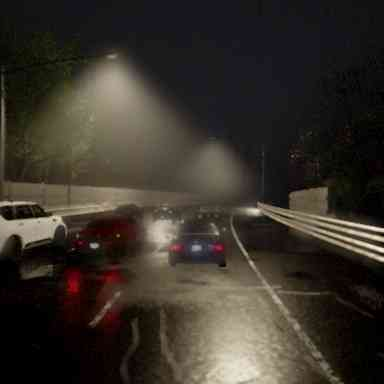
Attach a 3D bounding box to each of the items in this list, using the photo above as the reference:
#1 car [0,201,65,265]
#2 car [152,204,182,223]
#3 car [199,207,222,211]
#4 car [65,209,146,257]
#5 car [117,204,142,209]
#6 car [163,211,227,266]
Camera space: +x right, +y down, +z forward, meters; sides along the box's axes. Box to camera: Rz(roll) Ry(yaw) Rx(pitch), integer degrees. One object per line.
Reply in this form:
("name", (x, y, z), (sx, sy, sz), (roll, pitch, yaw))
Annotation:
("car", (-6.722, 1.333, 12.322), (2.150, 2.045, 5.566), (0, 0, 3))
("car", (-1.966, 1.737, 27.741), (2.128, 1.511, 4.902), (0, 0, 7))
("car", (1.480, 1.842, 27.122), (1.895, 1.301, 4.718), (0, 0, 7))
("car", (-3.130, 1.644, 13.488), (1.812, 1.442, 4.674), (0, 0, 4))
("car", (-5.396, 1.775, 28.488), (1.812, 1.442, 4.674), (0, 0, 7))
("car", (0.268, 1.654, 11.952), (2.033, 1.411, 5.357), (0, 0, 3))
